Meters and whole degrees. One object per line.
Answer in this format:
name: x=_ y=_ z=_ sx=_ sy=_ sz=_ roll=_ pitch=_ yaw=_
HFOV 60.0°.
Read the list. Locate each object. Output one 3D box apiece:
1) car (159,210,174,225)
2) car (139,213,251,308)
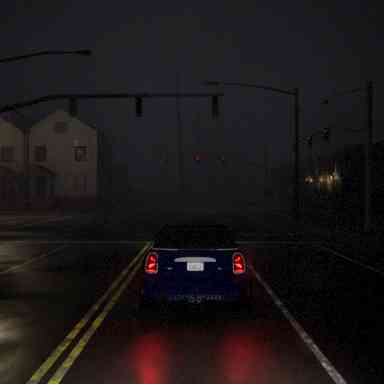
car: x=-3.576 y=3.671 z=46.683 sx=1.812 sy=1.442 sz=4.674 roll=-1 pitch=-13 yaw=-1
car: x=0.075 y=1.352 z=8.068 sx=2.097 sy=1.767 sz=4.553 roll=0 pitch=0 yaw=0
